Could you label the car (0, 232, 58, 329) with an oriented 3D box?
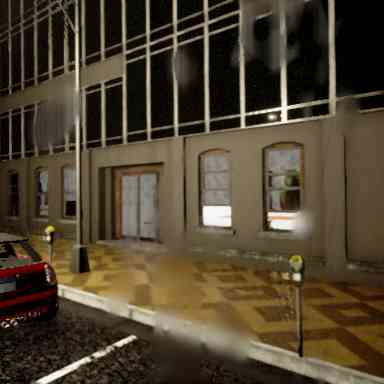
[{"bbox_3d":[-4.251,1.392,5.933,4.097,1.590,1.967,1,-1,36],"label":"car"}]
